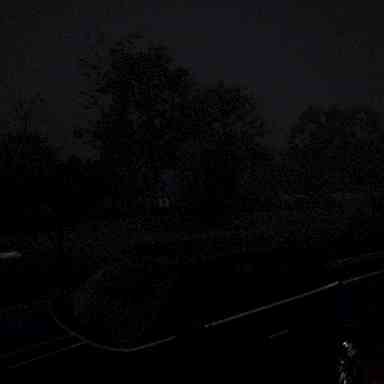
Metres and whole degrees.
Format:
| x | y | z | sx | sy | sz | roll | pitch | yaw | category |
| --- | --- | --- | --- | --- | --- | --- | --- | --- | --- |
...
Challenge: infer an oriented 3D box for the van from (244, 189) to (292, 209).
| x | y | z | sx | sy | sz | roll | pitch | yaw | category |
| --- | --- | --- | --- | --- | --- | --- | --- | --- | --- |
| 7.211 | 0.683 | 32.998 | 1.878 | 1.987 | 4.442 | 0 | 1 | -35 | van |

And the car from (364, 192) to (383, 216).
| x | y | z | sx | sy | sz | roll | pitch | yaw | category |
| --- | --- | --- | --- | --- | --- | --- | --- | --- | --- |
| 14.725 | 0.944 | 22.410 | 2.163 | 1.488 | 4.792 | 0 | 0 | -35 | car |

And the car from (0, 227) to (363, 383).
| x | y | z | sx | sy | sz | roll | pitch | yaw | category |
| --- | --- | --- | --- | --- | --- | --- | --- | --- | --- |
| -0.222 | 1.350 | 3.521 | 4.553 | 1.767 | 2.097 | 0 | 0 | -35 | car |

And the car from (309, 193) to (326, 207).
| x | y | z | sx | sy | sz | roll | pitch | yaw | category |
| --- | --- | --- | --- | --- | --- | --- | --- | --- | --- |
| 11.610 | 0.924 | 36.235 | 2.002 | 1.452 | 4.674 | 0 | 0 | -35 | car |

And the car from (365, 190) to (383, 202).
| x | y | z | sx | sy | sz | roll | pitch | yaw | category |
| --- | --- | --- | --- | --- | --- | --- | --- | --- | --- |
| 27.713 | 0.544 | 47.496 | 2.231 | 1.521 | 4.892 | -2 | 1 | -35 | car |

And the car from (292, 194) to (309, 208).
| x | y | z | sx | sy | sz | roll | pitch | yaw | category |
| --- | --- | --- | --- | --- | --- | --- | --- | --- | --- |
| 9.328 | 0.936 | 34.637 | 2.002 | 1.452 | 4.674 | 0 | 0 | -35 | car |

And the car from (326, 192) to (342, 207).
| x | y | z | sx | sy | sz | roll | pitch | yaw | category |
| --- | --- | --- | --- | --- | --- | --- | --- | --- | --- |
| 13.980 | 0.894 | 37.926 | 2.163 | 1.488 | 4.792 | 0 | 0 | -35 | car |

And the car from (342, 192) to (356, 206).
| x | y | z | sx | sy | sz | roll | pitch | yaw | category |
| --- | --- | --- | --- | --- | --- | --- | --- | --- | --- |
| 16.177 | 0.834 | 39.655 | 1.946 | 1.575 | 5.366 | -1 | 1 | -35 | car |

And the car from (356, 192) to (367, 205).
| x | y | z | sx | sy | sz | roll | pitch | yaw | category |
| --- | --- | --- | --- | --- | --- | --- | --- | --- | --- |
| 18.467 | 0.796 | 41.258 | 1.946 | 1.575 | 5.366 | -1 | 1 | -35 | car |
